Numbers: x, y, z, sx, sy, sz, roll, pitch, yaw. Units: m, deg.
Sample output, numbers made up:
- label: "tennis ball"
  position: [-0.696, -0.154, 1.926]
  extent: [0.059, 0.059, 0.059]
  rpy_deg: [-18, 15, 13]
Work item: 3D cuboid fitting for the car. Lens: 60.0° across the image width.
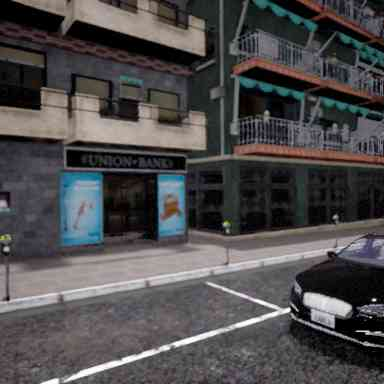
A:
- label: "car"
  position: [3.840, 1.534, 6.118]
  extent: [4.902, 1.511, 2.128]
  rpy_deg: [0, 0, -35]
